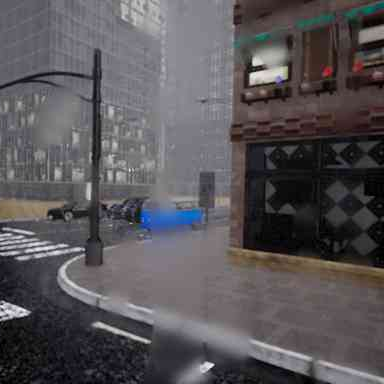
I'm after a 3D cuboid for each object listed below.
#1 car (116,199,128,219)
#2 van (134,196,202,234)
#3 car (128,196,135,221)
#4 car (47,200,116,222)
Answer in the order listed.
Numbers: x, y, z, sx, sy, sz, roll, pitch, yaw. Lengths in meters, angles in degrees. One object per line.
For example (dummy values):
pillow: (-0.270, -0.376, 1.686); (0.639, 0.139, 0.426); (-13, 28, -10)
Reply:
car: (-3.938, 1.083, 24.167); (2.097, 1.767, 4.553); (2, 1, 35)
van: (-0.995, 1.234, 18.314); (1.690, 1.788, 3.998); (2, 1, 35)
car: (-1.674, 1.166, 22.003); (2.097, 1.767, 4.553); (2, 1, 35)
car: (-7.830, 1.233, 23.169); (1.947, 1.339, 4.313); (2, 1, 35)
